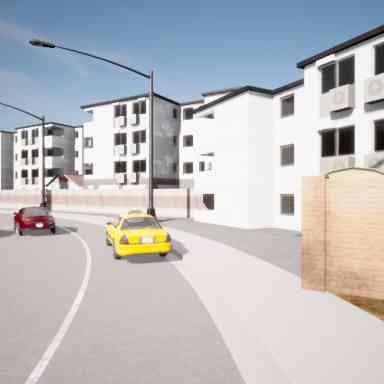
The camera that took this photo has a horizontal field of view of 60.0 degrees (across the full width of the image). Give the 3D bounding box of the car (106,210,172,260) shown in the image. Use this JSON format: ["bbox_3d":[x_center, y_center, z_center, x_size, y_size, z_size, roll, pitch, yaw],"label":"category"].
[{"bbox_3d":[-2.194,1.457,12.607,1.801,1.575,5.366,0,0,-19],"label":"car"}]

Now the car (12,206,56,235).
[{"bbox_3d":[-8.998,1.526,18.879,1.812,1.442,4.674,0,0,-32],"label":"car"}]
